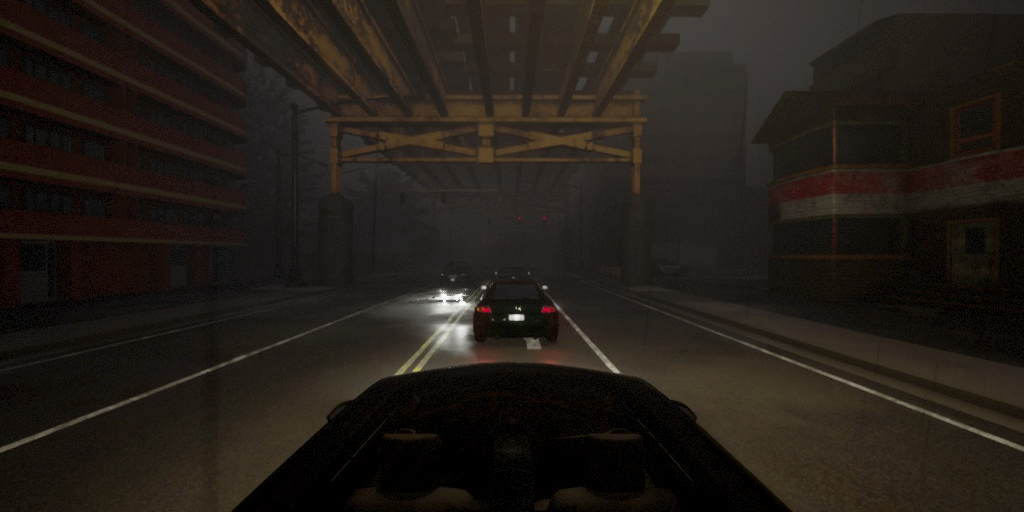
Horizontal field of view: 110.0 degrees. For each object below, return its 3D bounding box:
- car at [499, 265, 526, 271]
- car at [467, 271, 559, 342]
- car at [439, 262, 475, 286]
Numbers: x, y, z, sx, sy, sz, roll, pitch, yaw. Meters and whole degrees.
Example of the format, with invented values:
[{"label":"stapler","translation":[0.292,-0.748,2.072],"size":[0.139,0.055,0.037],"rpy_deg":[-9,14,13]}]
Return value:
[{"label":"car","translation":[0.032,1.217,19.666],"size":[2.033,1.411,5.357],"rpy_deg":[0,0,0]},{"label":"car","translation":[0.076,1.283,9.717],"size":[1.994,1.385,4.181],"rpy_deg":[0,0,-1]},{"label":"car","translation":[-3.587,1.151,24.096],"size":[2.128,1.511,4.902],"rpy_deg":[0,0,0]}]
